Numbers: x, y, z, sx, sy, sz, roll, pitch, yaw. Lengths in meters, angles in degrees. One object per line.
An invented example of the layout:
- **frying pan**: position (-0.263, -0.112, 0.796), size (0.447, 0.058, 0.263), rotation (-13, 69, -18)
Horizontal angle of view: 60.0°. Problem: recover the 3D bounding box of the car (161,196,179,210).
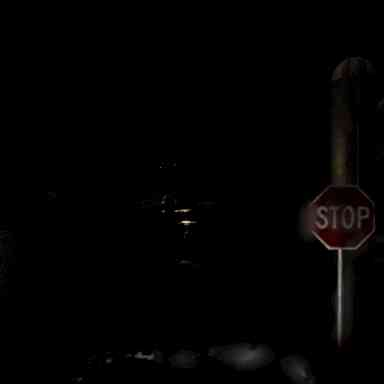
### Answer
- **car**: position (-2.786, 1.313, 43.372), size (2.097, 1.767, 4.553), rotation (0, 0, 0)
